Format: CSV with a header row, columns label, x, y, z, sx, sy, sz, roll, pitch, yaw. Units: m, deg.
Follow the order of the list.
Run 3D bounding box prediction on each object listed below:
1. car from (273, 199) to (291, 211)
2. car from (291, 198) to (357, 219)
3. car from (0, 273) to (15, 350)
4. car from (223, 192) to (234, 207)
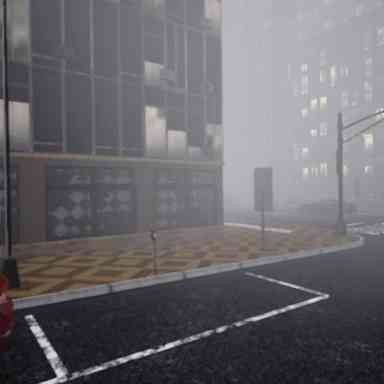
label,x,y,z,sx,sy,sz,roll,pitch,yaw
car,10.137,1.285,33.412,1.752,1.417,4.829,-1,1,-35
car,11.057,1.339,27.519,2.128,1.511,4.902,-1,1,-34
car,-4.454,1.545,3.556,4.507,1.381,1.887,0,-1,-35
car,3.364,0.970,43.253,2.192,1.841,5.009,-1,1,-35
